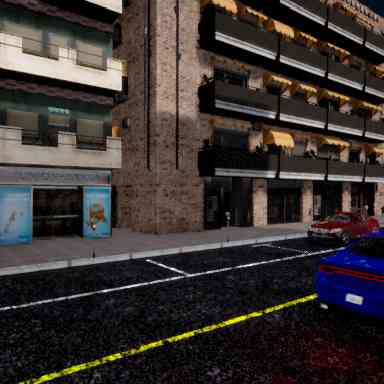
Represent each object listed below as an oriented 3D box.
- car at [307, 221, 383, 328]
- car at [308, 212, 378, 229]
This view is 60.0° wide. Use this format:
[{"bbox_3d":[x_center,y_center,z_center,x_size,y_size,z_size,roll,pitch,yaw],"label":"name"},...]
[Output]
[{"bbox_3d":[4.489,1.478,6.515,5.008,1.535,1.882,0,0,-35],"label":"car"},{"bbox_3d":[7.172,1.583,15.538,4.206,1.307,1.802,0,0,-35],"label":"car"}]
